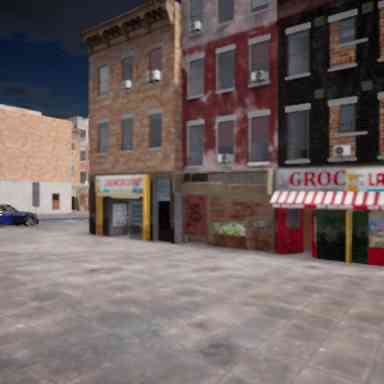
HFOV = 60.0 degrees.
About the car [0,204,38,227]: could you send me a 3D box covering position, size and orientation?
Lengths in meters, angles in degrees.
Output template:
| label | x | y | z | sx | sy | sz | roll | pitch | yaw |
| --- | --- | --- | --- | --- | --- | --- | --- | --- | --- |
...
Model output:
| label | x | y | z | sx | sy | sz | roll | pitch | yaw |
| --- | --- | --- | --- | --- | --- | --- | --- | --- | --- |
| car | -13.029 | 1.569 | 22.847 | 2.097 | 1.767 | 4.553 | 0 | -1 | 36 |
